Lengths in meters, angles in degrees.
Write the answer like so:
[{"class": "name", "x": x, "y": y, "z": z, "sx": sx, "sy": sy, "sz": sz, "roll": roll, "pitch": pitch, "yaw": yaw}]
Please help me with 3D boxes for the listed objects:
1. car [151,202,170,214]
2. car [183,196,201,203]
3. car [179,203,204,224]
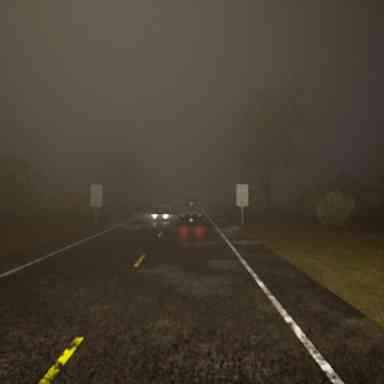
[{"class": "car", "x": -3.618, "y": 1.898, "z": 39.325, "sx": 1.994, "sy": 1.385, "sz": 4.181, "roll": 0, "pitch": -1, "yaw": 0}, {"class": "car", "x": -0.046, "y": 1.607, "z": 44.483, "sx": 2.150, "sy": 2.045, "sz": 5.566, "roll": 0, "pitch": 0, "yaw": 0}, {"class": "car", "x": -0.049, "y": 1.815, "z": 26.856, "sx": 1.895, "sy": 1.301, "sz": 4.718, "roll": 0, "pitch": 0, "yaw": 0}]
